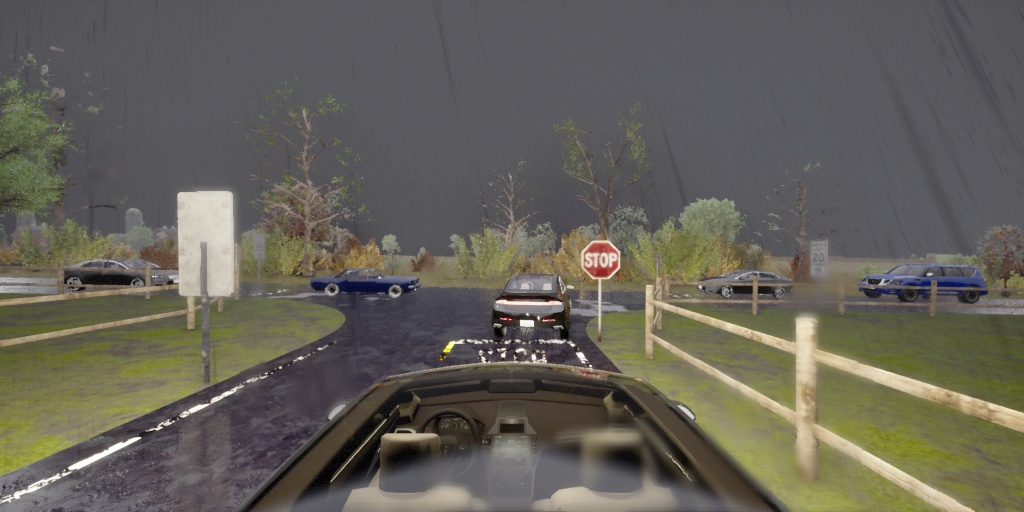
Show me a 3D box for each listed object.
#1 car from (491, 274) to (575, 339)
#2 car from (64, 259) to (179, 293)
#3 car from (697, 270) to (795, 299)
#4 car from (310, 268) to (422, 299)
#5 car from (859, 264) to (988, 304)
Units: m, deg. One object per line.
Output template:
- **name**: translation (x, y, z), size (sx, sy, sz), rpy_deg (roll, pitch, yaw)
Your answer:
- **car**: translation (0.708, 1.240, 10.126), size (2.128, 1.511, 4.902), rpy_deg (0, 0, 9)
- **car**: translation (-18.487, 0.885, 17.178), size (4.902, 1.511, 2.128), rpy_deg (1, 1, 0)
- **car**: translation (13.007, 1.526, 20.082), size (4.902, 1.511, 2.128), rpy_deg (1, 1, 0)
- **car**: translation (-6.819, 1.249, 17.159), size (4.718, 1.301, 1.895), rpy_deg (1, 1, 0)
- **car**: translation (22.903, 1.467, 20.069), size (5.566, 2.045, 2.150), rpy_deg (1, 1, 0)
